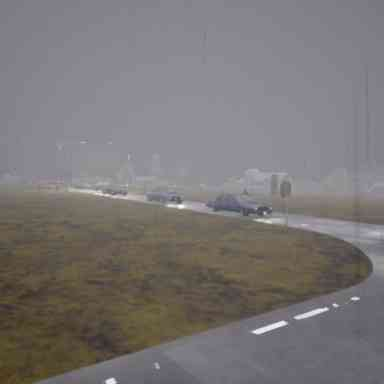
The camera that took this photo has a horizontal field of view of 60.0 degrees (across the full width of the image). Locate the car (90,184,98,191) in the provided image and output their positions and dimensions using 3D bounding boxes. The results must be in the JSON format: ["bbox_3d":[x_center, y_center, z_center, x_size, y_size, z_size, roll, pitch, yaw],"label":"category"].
[{"bbox_3d":[-14.025,-0.806,52.960,2.128,1.511,4.902,1,2,-35],"label":"car"}]

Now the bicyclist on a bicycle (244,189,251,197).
[{"bbox_3d":[5.035,0.590,30.975,1.656,1.620,0.582,1,2,-35],"label":"bicyclist on a bicycle"}]

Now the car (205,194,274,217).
[{"bbox_3d":[3.124,0.832,23.259,2.033,1.411,5.357,1,2,-35],"label":"car"}]

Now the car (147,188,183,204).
[{"bbox_3d":[-2.575,0.358,31.417,1.994,1.385,4.181,1,2,-35],"label":"car"}]

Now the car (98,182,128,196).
[{"bbox_3d":[-9.615,-0.295,41.530,1.837,1.490,4.892,1,2,-35],"label":"car"}]

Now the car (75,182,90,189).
[{"bbox_3d":[-20.160,-1.232,61.745,2.033,1.411,5.357,1,2,-35],"label":"car"}]
